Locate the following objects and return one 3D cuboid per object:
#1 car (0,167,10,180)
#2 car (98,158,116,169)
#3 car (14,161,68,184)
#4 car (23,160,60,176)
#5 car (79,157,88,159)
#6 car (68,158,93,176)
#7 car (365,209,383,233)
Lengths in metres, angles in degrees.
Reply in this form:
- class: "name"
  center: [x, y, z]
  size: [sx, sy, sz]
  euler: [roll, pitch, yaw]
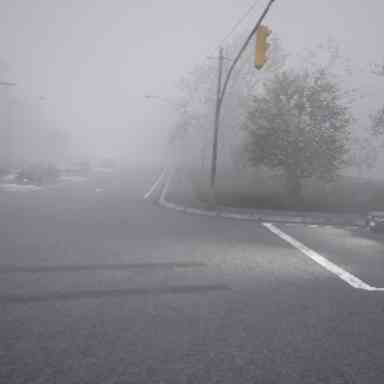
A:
- class: "car"
  center: [-15.306, -1.444, 24.119]
  size: [1.895, 1.301, 4.718]
  euler: [3, 5, -2]
- class: "car"
  center: [-12.796, -4.423, 50.548]
  size: [2.033, 1.411, 5.357]
  euler: [3, 8, -2]
- class: "car"
  center: [-11.869, -1.479, 26.149]
  size: [2.033, 1.411, 5.357]
  euler: [3, 6, -3]
- class: "car"
  center: [-15.734, -2.597, 34.952]
  size: [1.895, 1.301, 4.718]
  euler: [3, 7, -3]
- class: "car"
  center: [-16.258, -4.474, 49.395]
  size: [1.994, 1.385, 4.181]
  euler: [3, 8, -2]
- class: "car"
  center: [-12.294, -2.597, 36.381]
  size: [2.033, 1.411, 5.357]
  euler: [3, 7, -3]
- class: "car"
  center: [8.849, 1.014, 12.190]
  size: [4.674, 1.442, 1.812]
  euler: [3, 5, -5]
